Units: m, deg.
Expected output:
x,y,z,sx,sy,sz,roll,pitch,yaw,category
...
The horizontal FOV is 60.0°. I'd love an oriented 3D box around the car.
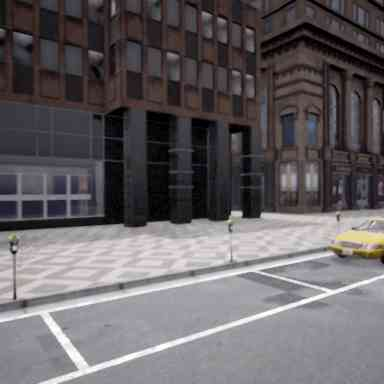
x,y,z,sx,sy,sz,roll,pitch,yaw,category
6.634,1.460,11.384,4.829,1.417,1.752,0,0,-36,car
